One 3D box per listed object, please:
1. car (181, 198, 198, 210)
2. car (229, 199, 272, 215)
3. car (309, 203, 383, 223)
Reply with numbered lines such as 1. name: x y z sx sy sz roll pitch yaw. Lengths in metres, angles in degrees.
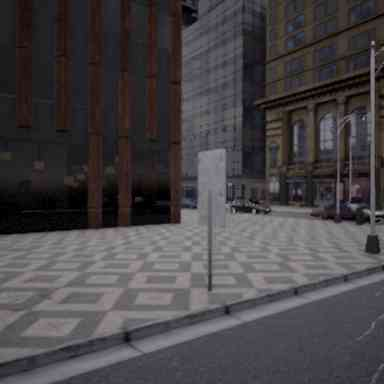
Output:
1. car: -0.222 1.506 41.906 2.033 1.411 5.357 0 0 -34
2. car: 5.814 1.490 33.419 1.837 1.490 4.892 0 0 -36
3. car: 11.642 1.561 25.221 2.033 1.411 5.357 0 0 -35
